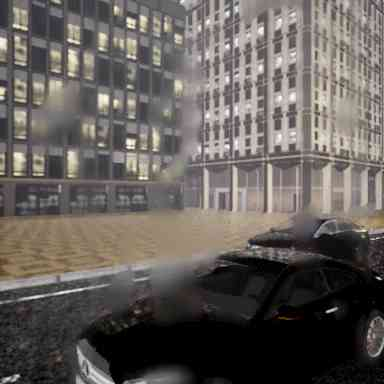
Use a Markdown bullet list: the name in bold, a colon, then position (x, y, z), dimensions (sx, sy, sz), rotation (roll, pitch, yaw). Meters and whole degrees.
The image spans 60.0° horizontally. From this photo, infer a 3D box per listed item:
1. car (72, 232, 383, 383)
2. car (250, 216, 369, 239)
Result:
- **car**: position (0.888, 1.542, 4.387), dimensions (4.674, 1.442, 1.812), rotation (0, 0, -36)
- **car**: position (3.781, 1.538, 10.573), dimensions (4.902, 1.511, 2.128), rotation (0, 0, -37)
